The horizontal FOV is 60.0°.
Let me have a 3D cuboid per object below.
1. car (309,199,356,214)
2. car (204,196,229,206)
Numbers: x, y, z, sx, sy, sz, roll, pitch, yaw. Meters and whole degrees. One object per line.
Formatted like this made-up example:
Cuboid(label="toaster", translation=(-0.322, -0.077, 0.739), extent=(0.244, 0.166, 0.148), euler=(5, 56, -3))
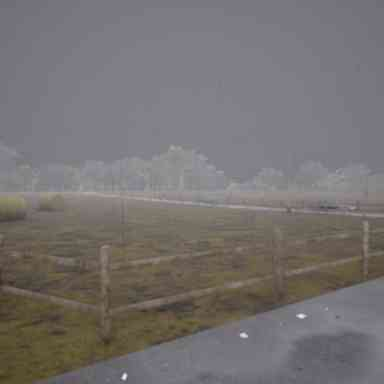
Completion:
Cuboid(label="car", translation=(15.089, 1.566, 35.894), extent=(2.128, 1.511, 4.902), euler=(1, -1, -36))
Cuboid(label="car", translation=(3.706, 1.430, 51.770), extent=(1.812, 1.442, 4.674), euler=(1, 0, -35))
